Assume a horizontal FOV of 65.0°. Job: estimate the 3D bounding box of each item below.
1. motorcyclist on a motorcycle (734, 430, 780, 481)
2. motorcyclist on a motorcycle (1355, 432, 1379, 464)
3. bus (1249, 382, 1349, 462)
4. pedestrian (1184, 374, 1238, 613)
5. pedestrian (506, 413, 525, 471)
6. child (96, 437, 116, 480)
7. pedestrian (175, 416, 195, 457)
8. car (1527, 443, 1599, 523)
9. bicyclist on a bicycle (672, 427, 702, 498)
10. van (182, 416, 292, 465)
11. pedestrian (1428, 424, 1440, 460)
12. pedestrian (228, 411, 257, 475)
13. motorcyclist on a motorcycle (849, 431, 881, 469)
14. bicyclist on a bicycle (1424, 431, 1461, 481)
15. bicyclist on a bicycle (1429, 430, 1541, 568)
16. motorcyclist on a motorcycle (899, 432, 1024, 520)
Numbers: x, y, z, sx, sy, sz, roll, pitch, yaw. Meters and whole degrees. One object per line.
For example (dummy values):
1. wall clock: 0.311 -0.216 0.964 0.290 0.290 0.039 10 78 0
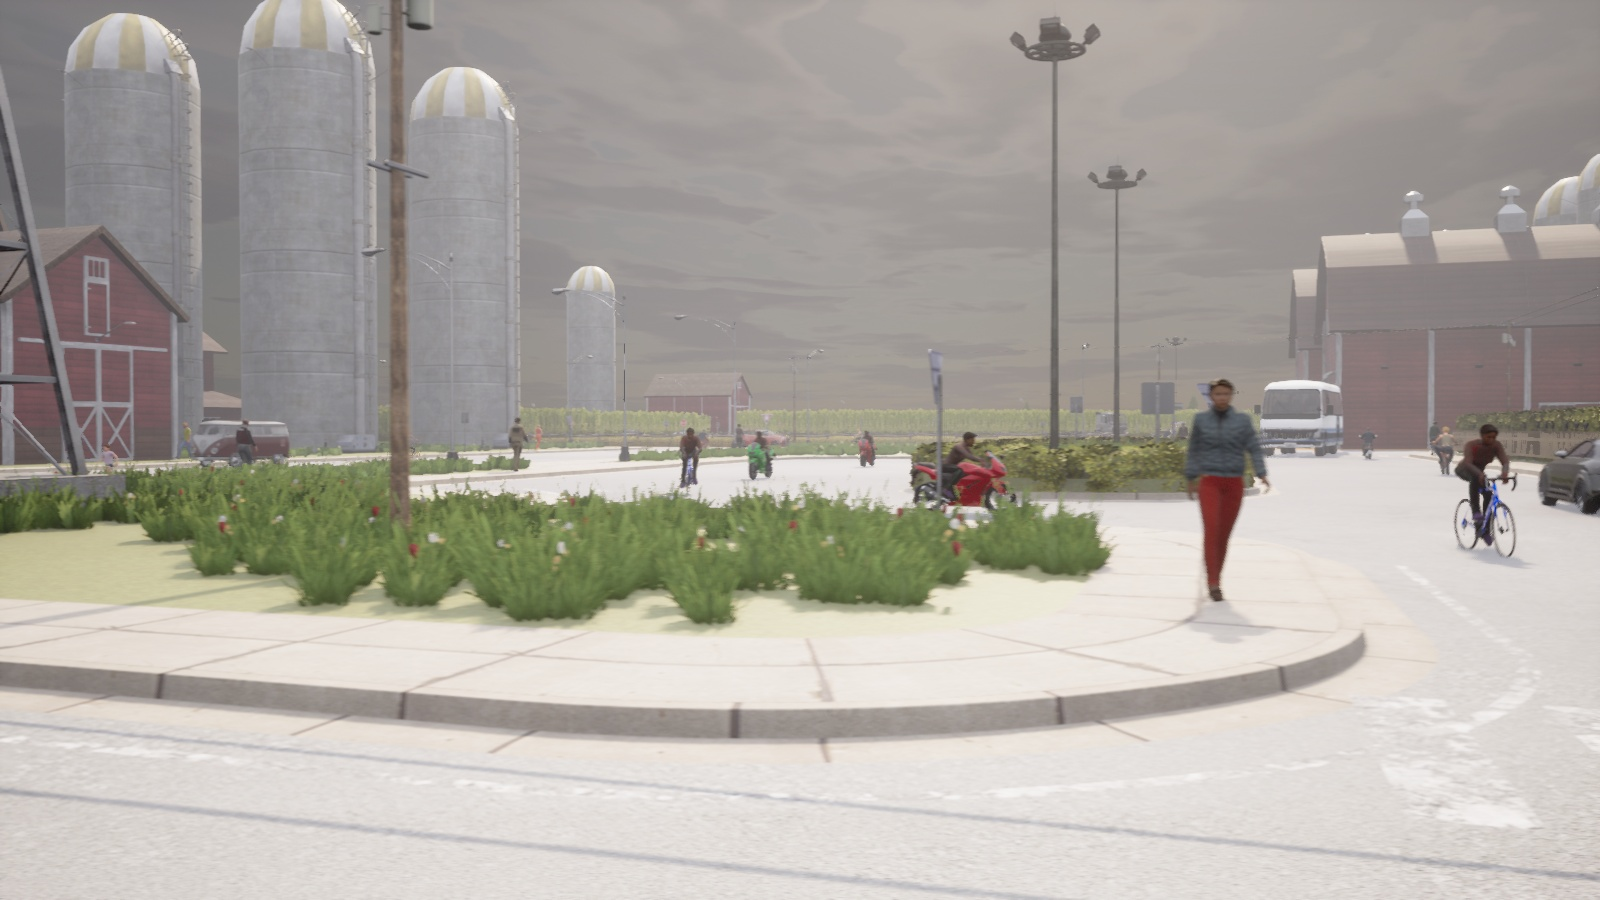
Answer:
1. motorcyclist on a motorcycle: -1.325 0.152 39.206 0.797 1.523 2.044 1 1 18
2. motorcyclist on a motorcycle: 28.386 -0.110 62.899 0.866 1.590 1.817 1 1 18
3. bus: 28.778 -1.596 72.103 3.944 4.253 10.273 1 1 29
4. pedestrian: 3.285 0.332 10.067 0.353 1.847 0.614 1 1 14
5. pedestrian: -9.488 -0.265 41.859 0.396 1.930 0.692 0 1 6
6. child: -18.264 0.216 33.063 0.255 1.110 0.394 1 1 19
7. pedestrian: -28.009 -0.616 57.187 0.354 1.836 0.706 1 1 35
8. car: 15.513 0.575 23.990 1.994 1.385 4.181 1 1 18
9. bicyclist on a bicycle: -2.685 0.272 29.695 0.582 1.620 1.656 1 1 -7
10. van: -23.921 -0.436 53.525 1.775 1.987 4.442 1 1 18
11. pedestrian: 32.314 -0.406 64.012 0.353 1.847 0.614 1 1 43
12. pedestrian: -16.361 -0.217 36.863 0.376 1.854 0.720 1 1 17
13. motorcyclist on a motorcycle: 2.689 -0.032 51.598 0.797 1.523 2.044 1 1 18
14. bicyclist on a bicycle: 21.439 0.183 41.916 0.866 1.612 1.509 1 1 19
15. bicyclist on a bicycle: 8.495 0.565 15.644 0.582 1.620 1.656 -1 1 4
16. motorcyclist on a motorcycle: 2.897 0.452 22.584 2.044 1.523 0.797 -1 1 29
